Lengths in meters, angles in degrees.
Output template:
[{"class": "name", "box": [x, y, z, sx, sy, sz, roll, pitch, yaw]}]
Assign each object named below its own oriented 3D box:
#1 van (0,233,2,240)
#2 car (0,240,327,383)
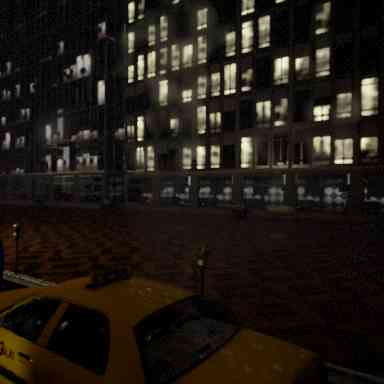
[{"class": "van", "box": [-5.443, 1.309, 6.749, 3.998, 1.788, 1.690, 0, 0, 35]}, {"class": "car", "box": [-1.083, 1.514, 3.641, 4.829, 1.417, 1.752, 0, 0, 35]}]
